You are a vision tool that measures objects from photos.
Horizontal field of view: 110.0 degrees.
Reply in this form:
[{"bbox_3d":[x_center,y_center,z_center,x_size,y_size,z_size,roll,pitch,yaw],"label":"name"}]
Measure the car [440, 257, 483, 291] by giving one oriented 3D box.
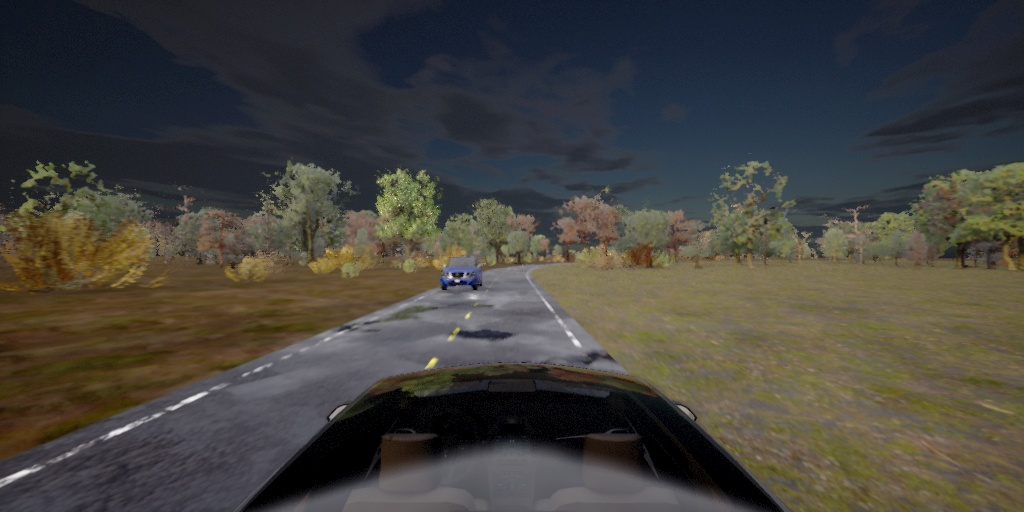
[{"bbox_3d":[-3.086,1.065,23.012,2.150,2.045,5.566,0,0,0],"label":"car"}]
